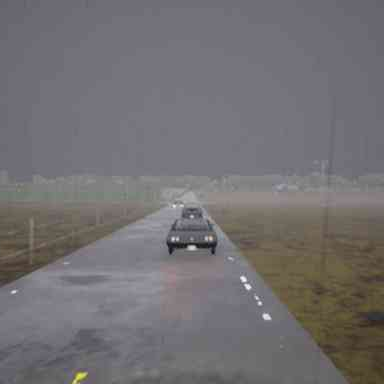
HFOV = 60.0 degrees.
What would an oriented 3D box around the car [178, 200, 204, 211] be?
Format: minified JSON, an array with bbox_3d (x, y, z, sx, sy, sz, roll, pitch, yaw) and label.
[{"bbox_3d":[0.005,1.735,29.286,1.837,1.490,4.892,0,0,0],"label":"car"}]

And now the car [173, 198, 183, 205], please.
[{"bbox_3d":[-2.749,1.902,67.355,1.812,1.442,4.674,0,0,0],"label":"car"}]

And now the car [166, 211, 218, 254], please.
[{"bbox_3d":[0.003,1.719,14.107,1.895,1.301,4.718,0,0,0],"label":"car"}]
